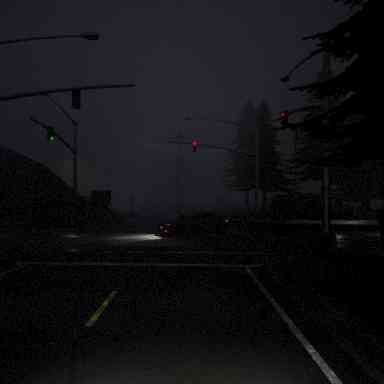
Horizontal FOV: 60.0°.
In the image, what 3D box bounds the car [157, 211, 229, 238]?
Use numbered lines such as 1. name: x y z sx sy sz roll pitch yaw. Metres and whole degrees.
1. car: 0.074 1.844 19.617 4.181 1.385 1.994 0 -1 -23
